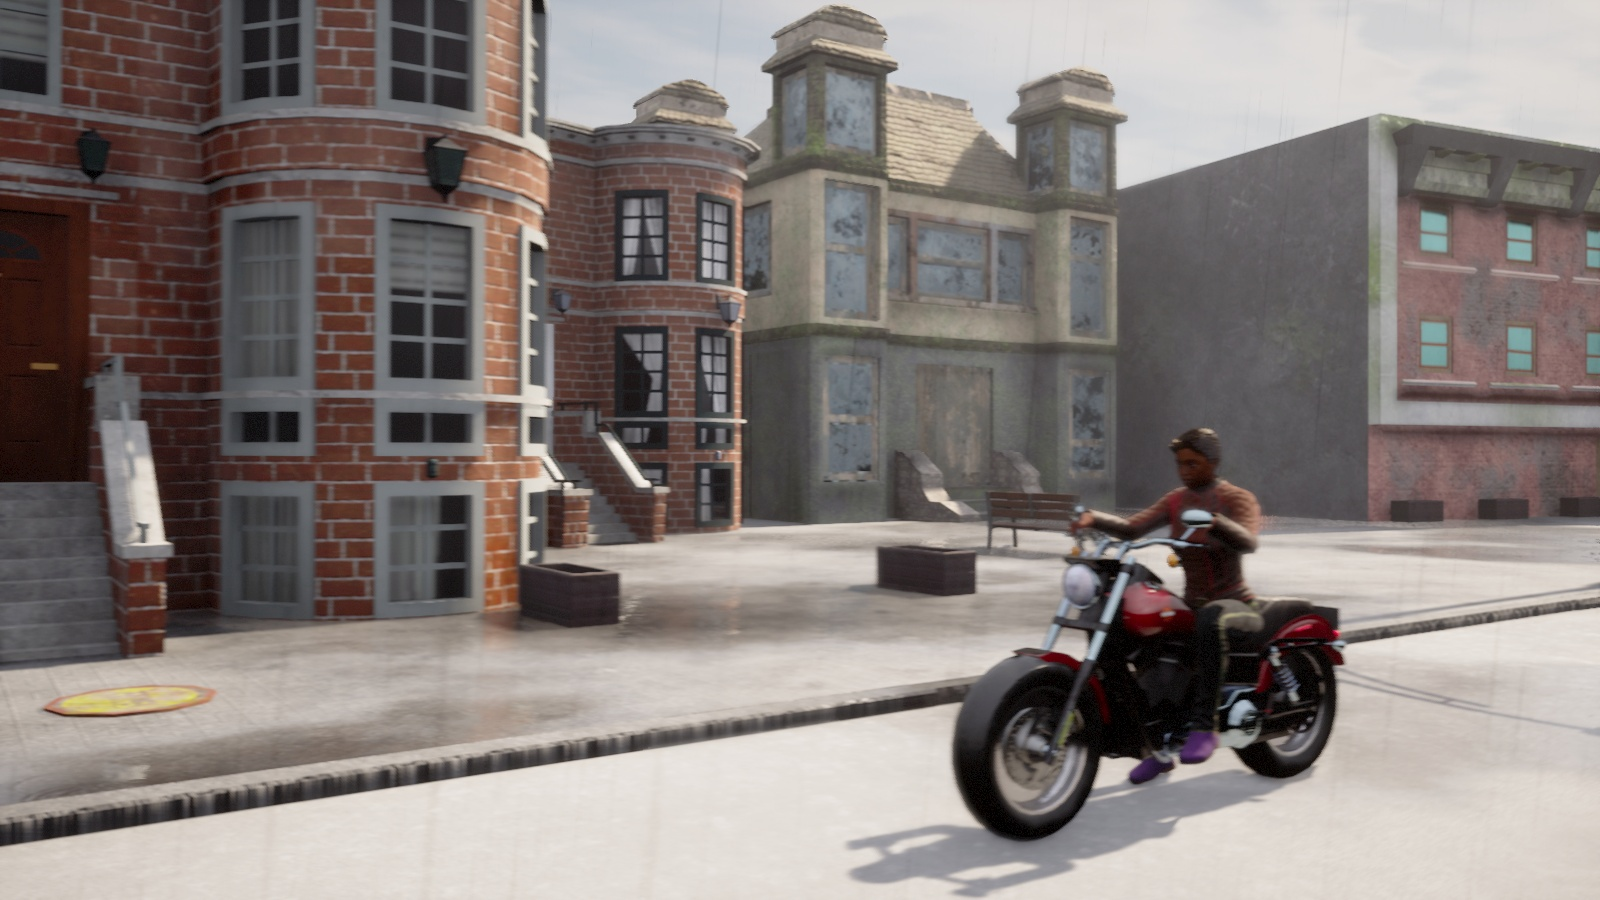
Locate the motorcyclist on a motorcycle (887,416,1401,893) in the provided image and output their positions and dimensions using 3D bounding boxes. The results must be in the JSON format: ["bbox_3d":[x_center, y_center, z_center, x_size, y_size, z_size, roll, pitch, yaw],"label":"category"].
[{"bbox_3d":[1.531,0.705,5.332,2.350,1.649,0.766,0,0,-35],"label":"motorcyclist on a motorcycle"}]
